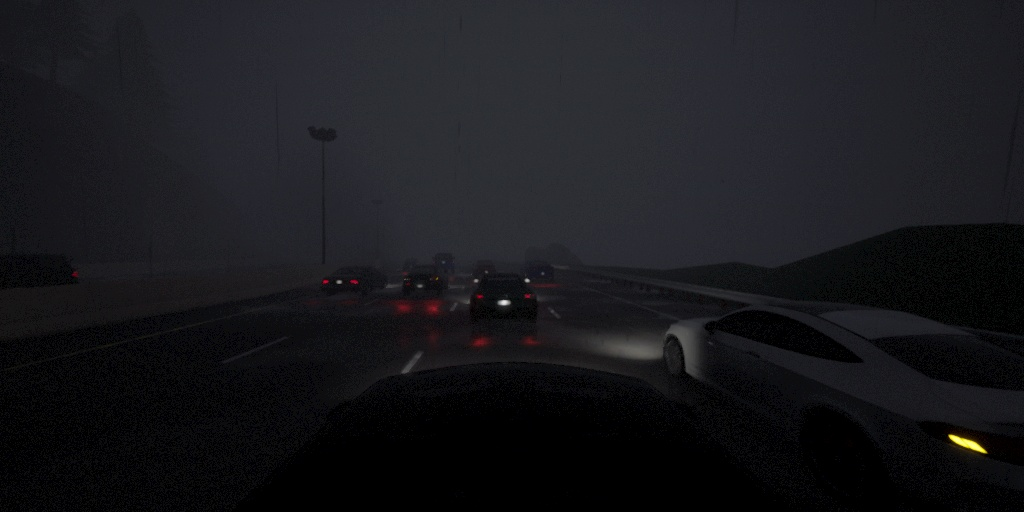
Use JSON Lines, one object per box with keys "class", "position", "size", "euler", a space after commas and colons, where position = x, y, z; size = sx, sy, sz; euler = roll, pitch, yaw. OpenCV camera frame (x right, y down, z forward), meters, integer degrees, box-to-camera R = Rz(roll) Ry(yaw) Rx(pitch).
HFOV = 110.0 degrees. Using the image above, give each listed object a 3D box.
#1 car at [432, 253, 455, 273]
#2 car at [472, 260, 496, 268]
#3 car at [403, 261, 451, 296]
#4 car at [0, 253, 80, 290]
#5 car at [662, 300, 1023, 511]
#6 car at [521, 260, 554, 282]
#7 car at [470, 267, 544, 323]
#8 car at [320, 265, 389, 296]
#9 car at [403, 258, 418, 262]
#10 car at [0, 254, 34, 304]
{"class": "car", "position": [-7.033, 0.698, 36.899], "size": [2.150, 2.045, 5.566], "euler": [0, 1, -10]}
{"class": "car", "position": [-2.338, 1.044, 30.361], "size": [1.812, 1.442, 4.674], "euler": [0, 0, -9]}
{"class": "car", "position": [-4.343, 1.149, 18.373], "size": [1.812, 1.442, 4.674], "euler": [0, 0, -5]}
{"class": "car", "position": [-18.011, 0.935, 11.752], "size": [2.150, 2.045, 5.566], "euler": [0, 0, -4]}
{"class": "car", "position": [3.487, 1.246, 4.181], "size": [1.812, 1.442, 4.674], "euler": [0, 0, -1]}
{"class": "car", "position": [1.760, 1.017, 26.538], "size": [1.882, 1.535, 5.008], "euler": [0, 0, -7]}
{"class": "car", "position": [-0.330, 1.231, 11.794], "size": [1.994, 1.385, 4.181], "euler": [0, 0, -3]}
{"class": "car", "position": [-7.866, 1.180, 18.364], "size": [2.033, 1.411, 5.357], "euler": [0, 1, -5]}
{"class": "car", "position": [-11.770, 0.971, 42.201], "size": [1.812, 1.442, 4.674], "euler": [0, 0, -13]}
{"class": "car", "position": [-21.579, 0.937, 12.673], "size": [2.150, 2.045, 5.566], "euler": [0, 0, -4]}
